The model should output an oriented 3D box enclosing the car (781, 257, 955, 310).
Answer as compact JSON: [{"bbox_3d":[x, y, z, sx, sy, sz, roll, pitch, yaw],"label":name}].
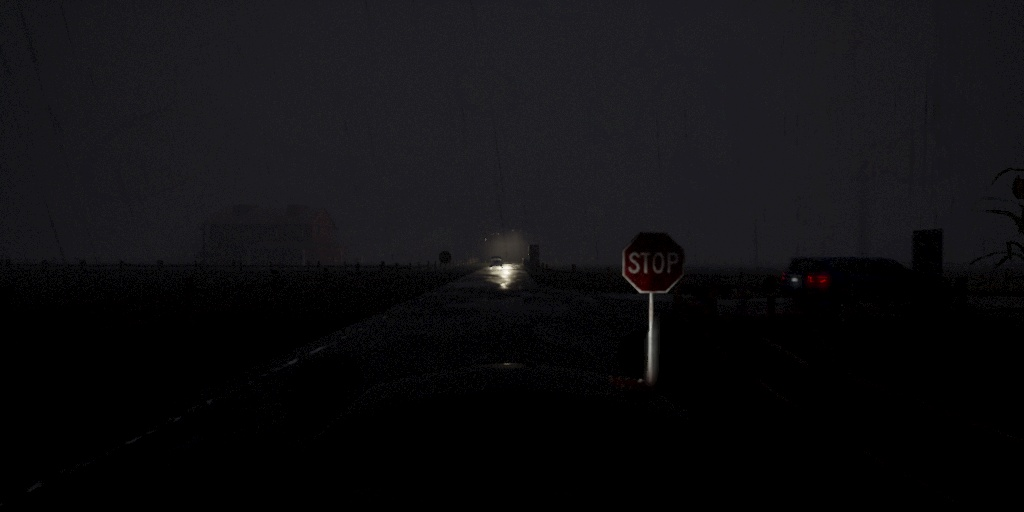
[{"bbox_3d":[13.955,1.054,14.301,5.566,2.045,2.150,0,1,0],"label":"car"}]
